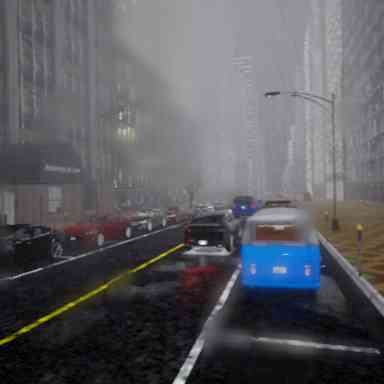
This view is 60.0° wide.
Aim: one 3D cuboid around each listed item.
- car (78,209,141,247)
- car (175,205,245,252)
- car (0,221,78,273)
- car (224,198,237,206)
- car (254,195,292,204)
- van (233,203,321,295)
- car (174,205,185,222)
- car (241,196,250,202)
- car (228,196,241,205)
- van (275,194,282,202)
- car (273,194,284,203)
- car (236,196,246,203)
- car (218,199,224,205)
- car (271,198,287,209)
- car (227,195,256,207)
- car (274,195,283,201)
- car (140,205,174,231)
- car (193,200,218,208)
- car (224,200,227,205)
[{"bbox_3d":[-4.433,1.719,16.147,1.887,1.381,4.507,-2,0,15],"label":"car"},{"bbox_3d":[1.004,1.572,14.411,1.837,1.490,4.892,-1,0,15],"label":"car"},{"bbox_3d":[-5.864,1.736,10.647,1.947,1.339,4.313,-2,0,15],"label":"car"},{"bbox_3d":[7.019,1.794,60.150,1.802,1.307,4.206,-2,0,15],"label":"car"},{"bbox_3d":[5.101,1.333,19.540,2.192,1.841,5.009,-2,0,15],"label":"car"},{"bbox_3d":[2.239,1.349,8.538,1.690,1.788,3.998,-2,0,15],"label":"van"},{"bbox_3d":[-1.569,1.766,27.148,1.802,1.307,4.206,-2,0,15],"label":"car"},{"bbox_3d":[14.175,1.799,87.653,1.947,1.339,4.313,-2,0,15],"label":"car"},{"bbox_3d":[8.446,1.656,65.652,1.967,1.590,4.097,-2,0,15],"label":"car"},{"bbox_3d":[20.847,1.408,80.044,1.690,1.788,3.998,-2,0,15],"label":"van"},{"bbox_3d":[19.415,1.378,74.545,2.192,1.841,5.009,-2,0,15],"label":"car"},{"bbox_3d":[11.269,1.750,76.488,1.752,1.417,4.829,-2,0,15],"label":"car"},{"bbox_3d":[4.155,1.754,49.150,2.008,1.369,4.403,-2,0,15],"label":"car"},{"bbox_3d":[12.264,1.592,47.039,2.008,1.369,4.403,-2,0,15],"label":"car"},{"bbox_3d":[4.704,1.293,28.659,2.150,2.045,5.566,-1,0,15],"label":"car"},{"bbox_3d":[22.281,1.511,85.544,1.967,1.590,4.097,-2,0,15],"label":"car"},{"bbox_3d":[-3.002,1.730,21.648,2.008,1.369,4.403,-2,0,15],"label":"car"},{"bbox_3d":[1.292,1.744,38.149,2.008,1.369,4.403,-2,0,15],"label":"car"},{"bbox_3d":[6.197,1.714,46.304,1.994,1.385,4.181,-1,0,15],"label":"car"}]
